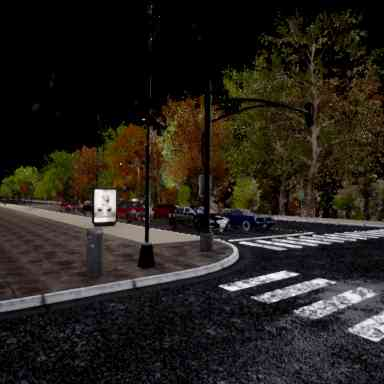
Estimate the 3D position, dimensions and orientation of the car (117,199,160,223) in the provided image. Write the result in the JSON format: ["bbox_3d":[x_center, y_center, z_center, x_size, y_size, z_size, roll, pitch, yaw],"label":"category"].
[{"bbox_3d":[-4.920,1.537,27.692,2.097,1.767,4.553,1,-1,-35],"label":"car"}]

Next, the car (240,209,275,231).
[{"bbox_3d":[3.121,1.732,21.771,1.895,1.301,4.718,1,-1,-35],"label":"car"}]

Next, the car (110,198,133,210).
[{"bbox_3d":[-11.590,1.935,54.713,2.097,1.767,4.553,1,-1,-34],"label":"car"}]

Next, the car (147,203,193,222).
[{"bbox_3d":[-2.034,1.750,29.226,1.812,1.442,4.674,1,-1,-35],"label":"car"}]

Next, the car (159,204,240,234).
[{"bbox_3d":[0.298,1.582,20.120,2.128,1.511,4.902,1,-1,-34],"label":"car"}]

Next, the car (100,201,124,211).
[{"bbox_3d":[-11.975,2.024,49.530,1.812,1.442,4.674,1,-1,-34],"label":"car"}]

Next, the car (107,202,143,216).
[{"bbox_3d":[-7.559,1.871,37.220,2.033,1.411,5.357,1,-1,-35],"label":"car"}]

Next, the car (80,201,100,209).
[{"bbox_3d":[-17.848,2.203,57.970,1.895,1.301,4.718,1,-1,-35],"label":"car"}]

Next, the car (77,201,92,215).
[{"bbox_3d":[-10.125,1.770,35.222,2.128,1.511,4.902,1,-1,-35],"label":"car"}]

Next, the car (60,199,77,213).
[{"bbox_3d":[-15.727,1.732,43.378,2.097,1.767,4.553,1,-1,-34],"label":"car"}]

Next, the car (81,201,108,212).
[{"bbox_3d":[-13.557,1.980,45.958,2.033,1.411,5.357,1,-1,-34],"label":"car"}]
